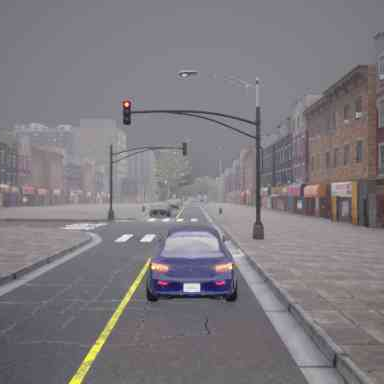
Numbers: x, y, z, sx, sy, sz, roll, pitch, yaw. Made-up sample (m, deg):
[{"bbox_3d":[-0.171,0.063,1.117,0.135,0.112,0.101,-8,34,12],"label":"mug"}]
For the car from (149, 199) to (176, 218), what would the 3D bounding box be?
[{"bbox_3d":[-2.947,1.630,32.261,1.882,1.535,5.008,0,-1,1],"label":"car"}]

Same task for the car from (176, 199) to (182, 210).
[{"bbox_3d":[-2.885,1.771,47.625,1.882,1.535,5.008,0,0,0],"label":"car"}]

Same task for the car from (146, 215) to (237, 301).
[{"bbox_3d":[-0.001,1.537,8.199,1.812,1.442,4.674,0,0,0],"label":"car"}]
